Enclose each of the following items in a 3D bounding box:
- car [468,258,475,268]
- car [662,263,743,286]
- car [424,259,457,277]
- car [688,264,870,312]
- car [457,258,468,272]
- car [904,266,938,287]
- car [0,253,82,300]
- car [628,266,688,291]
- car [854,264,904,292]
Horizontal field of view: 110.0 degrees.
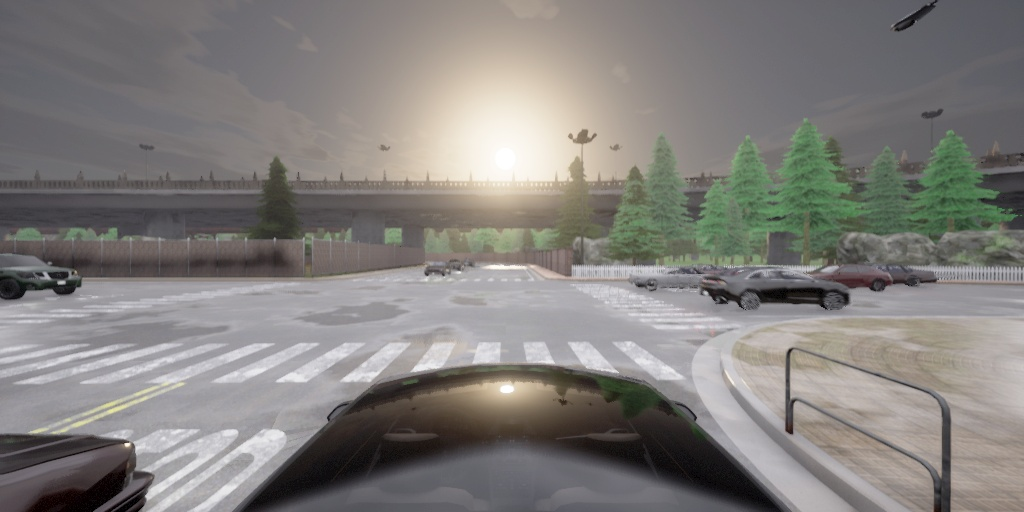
[{"bbox_3d":[-7.019,1.077,57.142,2.128,1.511,4.902,0,0,1],"label":"car"},{"bbox_3d":[12.342,1.194,23.439,4.181,1.385,1.994,0,0,2],"label":"car"},{"bbox_3d":[-7.085,1.198,34.937,2.033,1.411,5.357,0,0,0],"label":"car"},{"bbox_3d":[9.534,1.149,13.158,4.902,1.511,2.128,0,0,0],"label":"car"},{"bbox_3d":[-7.081,1.126,44.827,1.837,1.490,4.892,0,0,0],"label":"car"},{"bbox_3d":[22.966,1.180,22.613,5.357,1.411,2.033,0,0,11],"label":"car"},{"bbox_3d":[-23.409,0.873,16.434,5.566,2.045,2.150,0,0,0],"label":"car"},{"bbox_3d":[9.044,1.240,20.160,4.718,1.301,1.895,0,0,1],"label":"car"},{"bbox_3d":[17.939,1.167,19.713,4.674,1.442,1.812,0,0,5],"label":"car"}]
